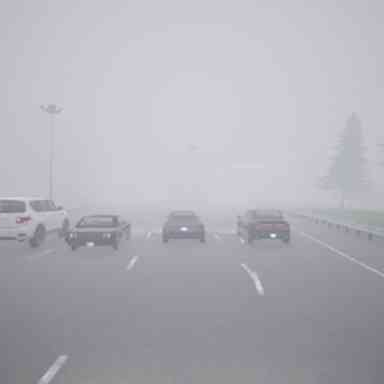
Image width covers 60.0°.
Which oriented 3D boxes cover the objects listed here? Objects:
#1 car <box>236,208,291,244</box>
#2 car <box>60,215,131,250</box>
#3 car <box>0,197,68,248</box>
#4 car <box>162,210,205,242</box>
[{"bbox_3d":[3.343,1.550,16.168,1.837,1.490,4.892,0,0,0],"label":"car"},{"bbox_3d":[-3.822,1.625,14.378,1.895,1.301,4.718,0,0,-3],"label":"car"},{"bbox_3d":[-7.354,1.238,15.062,2.150,2.045,5.566,0,0,-3],"label":"car"},{"bbox_3d":[-0.471,1.601,16.628,1.994,1.385,4.181,0,0,-4],"label":"car"}]
